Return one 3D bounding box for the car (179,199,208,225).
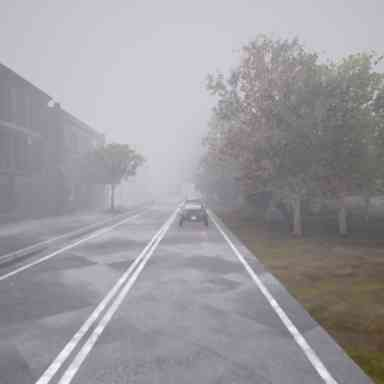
[{"bbox_3d":[0.102,1.415,22.838,1.812,1.442,4.674,0,0,0],"label":"car"}]

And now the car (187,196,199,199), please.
[{"bbox_3d":[0.101,1.276,41.547,1.882,1.535,5.008,0,0,0],"label":"car"}]
